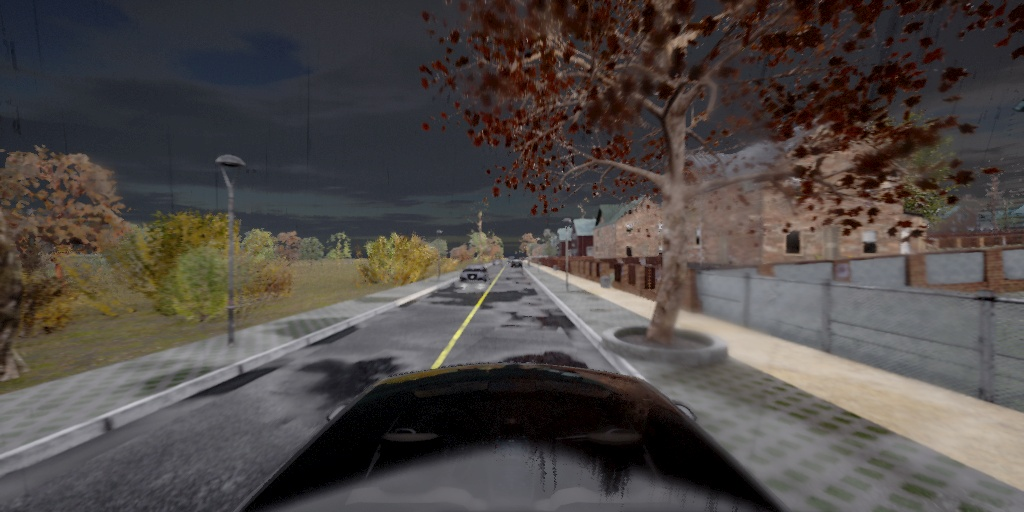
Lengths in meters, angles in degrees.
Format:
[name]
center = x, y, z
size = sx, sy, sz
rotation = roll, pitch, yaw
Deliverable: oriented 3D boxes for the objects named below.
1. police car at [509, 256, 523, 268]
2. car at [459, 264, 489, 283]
[police car]
center = 0.814, 1.203, 60.574
size = 1.930, 1.638, 5.238
rotation = 0, 0, 0
[car]
center = -2.851, 1.317, 27.762
size = 1.994, 1.385, 4.181
rotation = 0, 0, 0
